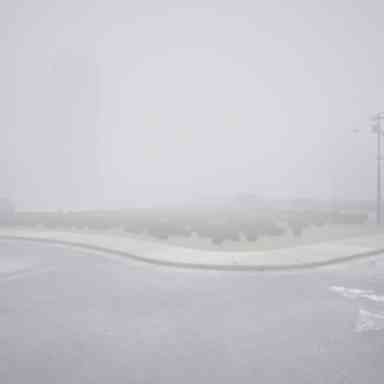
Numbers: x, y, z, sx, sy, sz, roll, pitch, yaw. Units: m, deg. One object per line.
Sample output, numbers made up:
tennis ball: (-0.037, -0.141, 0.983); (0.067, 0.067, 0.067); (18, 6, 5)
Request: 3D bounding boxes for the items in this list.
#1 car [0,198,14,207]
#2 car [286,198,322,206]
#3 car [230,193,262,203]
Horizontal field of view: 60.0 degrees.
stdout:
car: (-19.518, 1.481, 33.936); (2.242, 1.667, 4.611); (0, 0, -36)
car: (14.154, 1.487, 42.477); (1.837, 1.490, 4.892); (0, 0, -35)
car: (8.218, 1.206, 50.784); (2.150, 2.045, 5.566); (0, 0, -35)
